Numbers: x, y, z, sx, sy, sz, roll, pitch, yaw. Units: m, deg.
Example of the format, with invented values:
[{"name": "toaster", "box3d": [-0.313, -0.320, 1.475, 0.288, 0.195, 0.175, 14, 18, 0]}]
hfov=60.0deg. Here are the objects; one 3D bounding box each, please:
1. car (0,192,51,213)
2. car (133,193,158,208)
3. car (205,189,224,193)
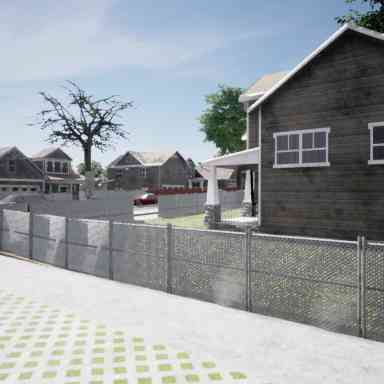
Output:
[{"name": "car", "box3d": [-12.299, 0.932, 23.424, 2.097, 1.767, 4.553, 0, 2, 35]}, {"name": "car", "box3d": [-4.980, 0.831, 33.797, 1.895, 1.301, 4.718, 0, 2, 35]}, {"name": "car", "box3d": [2.972, 0.334, 45.008, 1.882, 1.535, 5.008, 0, 1, 36]}]
